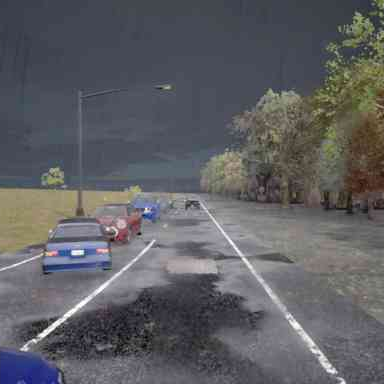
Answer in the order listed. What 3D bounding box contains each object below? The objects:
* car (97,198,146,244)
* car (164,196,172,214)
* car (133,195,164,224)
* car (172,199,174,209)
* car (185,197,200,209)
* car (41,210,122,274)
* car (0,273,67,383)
[{"bbox_3d":[-3.674,1.353,15.620,2.097,1.767,4.553,0,0,1],"label":"car"},{"bbox_3d":[-3.598,1.351,35.285,2.097,1.767,4.553,0,0,0],"label":"car"},{"bbox_3d":[-3.607,1.223,25.281,2.150,2.045,5.566,0,0,-1],"label":"car"},{"bbox_3d":[-3.599,1.347,45.292,2.097,1.767,4.553,0,0,0],"label":"car"},{"bbox_3d":[0.053,1.501,44.285,1.837,1.490,4.892,0,0,0],"label":"car"},{"bbox_3d":[-3.597,1.549,10.644,2.033,1.411,5.357,0,0,-18],"label":"car"},{"bbox_3d":[-2.031,1.525,0.839,1.812,1.442,4.674,0,0,6],"label":"car"}]
